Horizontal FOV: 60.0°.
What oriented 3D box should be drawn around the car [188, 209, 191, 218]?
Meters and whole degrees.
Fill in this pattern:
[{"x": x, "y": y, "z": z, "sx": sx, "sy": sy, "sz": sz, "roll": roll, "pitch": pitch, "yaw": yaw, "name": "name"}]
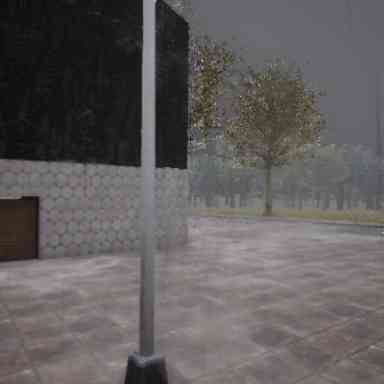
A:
[{"x": -2.083, "y": 2.049, "z": 38.181, "sx": 2.097, "sy": 1.767, "sz": 4.553, "roll": 1, "pitch": -1, "yaw": -35, "name": "car"}]
